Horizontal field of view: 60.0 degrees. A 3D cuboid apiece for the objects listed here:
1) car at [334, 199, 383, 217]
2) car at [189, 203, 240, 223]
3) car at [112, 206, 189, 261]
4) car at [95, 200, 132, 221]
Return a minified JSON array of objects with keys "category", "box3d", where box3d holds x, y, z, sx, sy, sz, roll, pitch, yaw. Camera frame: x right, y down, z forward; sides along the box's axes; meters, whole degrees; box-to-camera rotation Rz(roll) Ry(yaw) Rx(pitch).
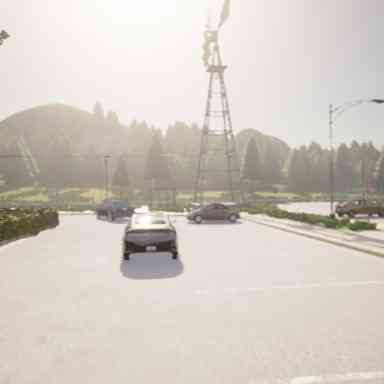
[{"category":"car","box3d":[14.079,1.327,27.686,4.193,1.474,1.816,-1,0,-8]},{"category":"car","box3d":[1.525,1.502,24.633,3.905,1.438,1.784,-1,0,-8]},{"category":"car","box3d":[-1.580,1.513,12.504,2.128,1.511,4.902,-1,0,-8]},{"category":"car","box3d":[-6.673,1.442,28.583,2.097,1.767,4.553,-1,0,-35]}]
